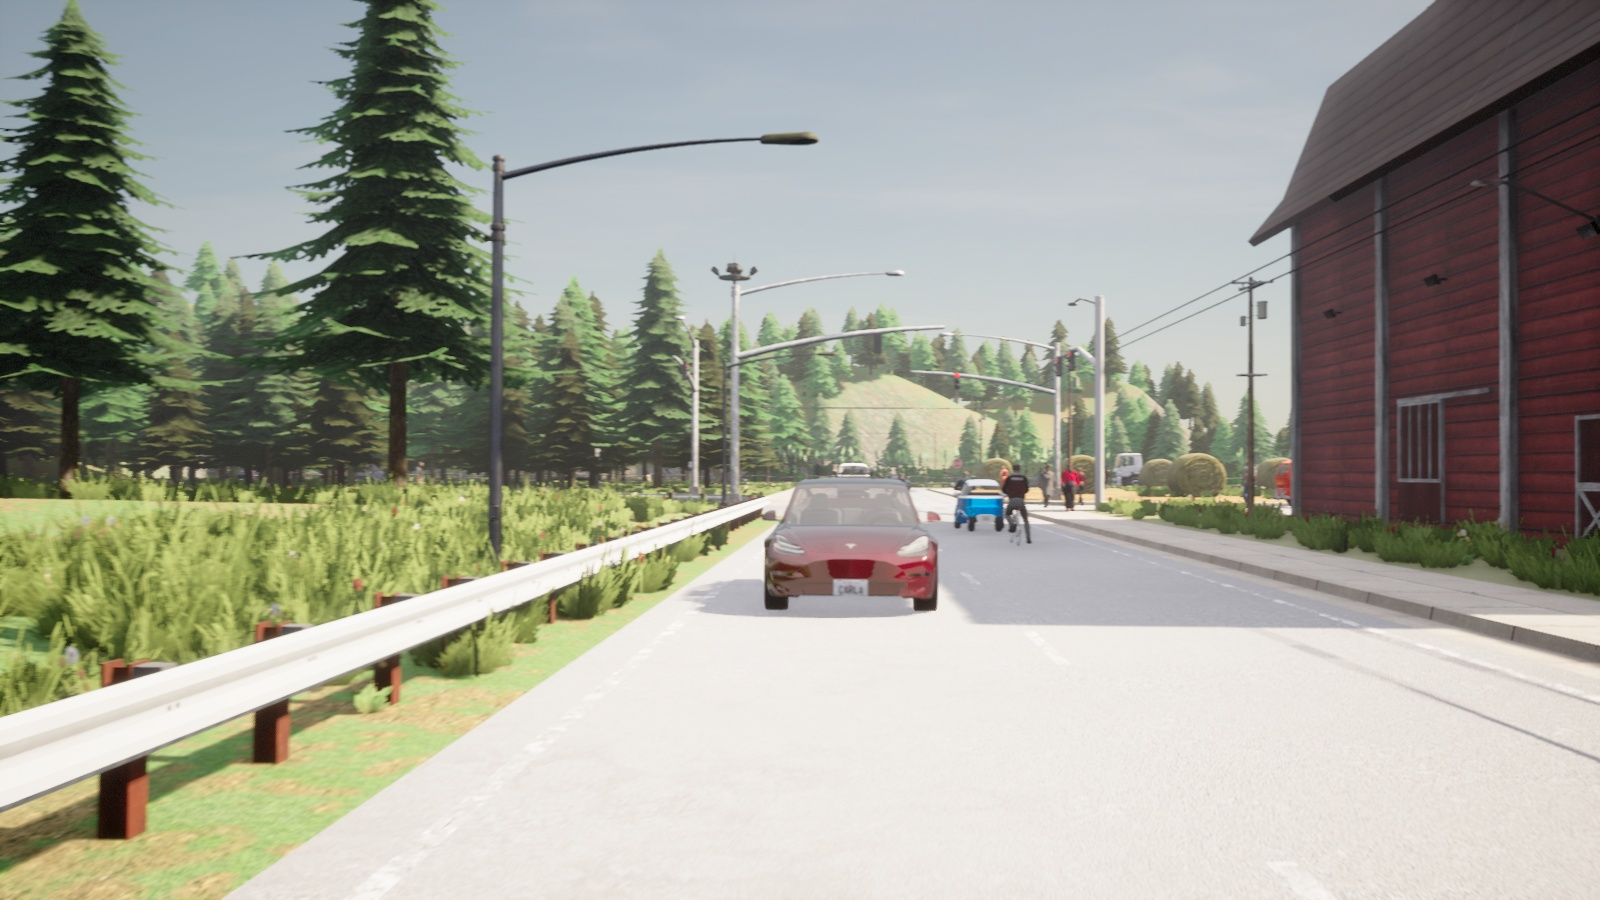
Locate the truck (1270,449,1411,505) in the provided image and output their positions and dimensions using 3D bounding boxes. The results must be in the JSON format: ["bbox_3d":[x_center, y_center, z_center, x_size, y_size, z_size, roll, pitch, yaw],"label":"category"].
[{"bbox_3d":[24.141,1.196,56.262,5.204,2.467,2.627,0,-1,2],"label":"truck"}]

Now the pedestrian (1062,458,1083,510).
[{"bbox_3d":[9.747,1.213,44.994,0.634,1.844,0.899,0,-1,6],"label":"pedestrian"}]

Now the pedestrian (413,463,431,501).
[{"bbox_3d":[-18.362,1.536,60.948,0.694,1.848,0.540,0,-1,4],"label":"pedestrian"}]

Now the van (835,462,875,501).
[{"bbox_3d":[2.997,1.696,68.148,2.069,2.038,4.480,0,-1,3],"label":"van"}]

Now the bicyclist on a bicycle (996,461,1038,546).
[{"bbox_3d":[4.679,1.136,27.116,0.659,1.776,1.843,0,-1,3],"label":"bicyclist on a bicycle"}]

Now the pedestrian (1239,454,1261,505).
[{"bbox_3d":[16.121,1.054,44.986,0.354,1.836,0.706,0,-1,-17],"label":"pedestrian"}]

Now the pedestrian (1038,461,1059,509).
[{"bbox_3d":[10.194,1.442,51.481,0.659,1.952,0.873,0,-1,-1],"label":"pedestrian"}]

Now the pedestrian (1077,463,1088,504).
[{"bbox_3d":[13.024,1.545,57.950,0.331,1.846,0.636,0,-1,-2],"label":"pedestrian"}]

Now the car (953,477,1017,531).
[{"bbox_3d":[4.989,1.438,34.089,1.481,1.376,2.207,0,-1,3],"label":"car"}]

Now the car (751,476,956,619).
[{"bbox_3d":[0.669,1.081,15.701,2.163,1.488,4.792,0,-1,3],"label":"car"}]
